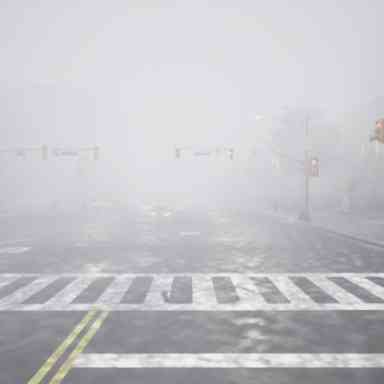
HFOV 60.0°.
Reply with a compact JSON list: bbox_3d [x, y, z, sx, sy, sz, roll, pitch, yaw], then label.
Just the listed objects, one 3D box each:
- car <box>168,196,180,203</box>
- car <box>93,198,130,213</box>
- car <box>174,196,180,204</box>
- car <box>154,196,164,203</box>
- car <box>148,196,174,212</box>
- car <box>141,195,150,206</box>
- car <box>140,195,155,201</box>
[{"bbox_3d":[-4.052,1.583,75.009,2.033,1.411,5.357,0,0,-10],"label":"car"},{"bbox_3d":[-9.115,1.499,38.023,1.882,1.535,5.008,1,1,28],"label":"car"},{"bbox_3d":[-3.489,1.584,64.131,2.033,1.411,5.357,0,0,0],"label":"car"},{"bbox_3d":[-6.969,1.540,69.795,1.837,1.490,4.892,0,0,-3],"label":"car"},{"bbox_3d":[-3.535,1.499,38.678,1.882,1.535,5.008,0,0,0],"label":"car"},{"bbox_3d":[-7.006,1.557,55.332,1.812,1.442,4.674,0,0,0],"label":"car"},{"bbox_3d":[-11.522,1.524,85.273,2.128,1.511,4.902,0,0,-29],"label":"car"}]
